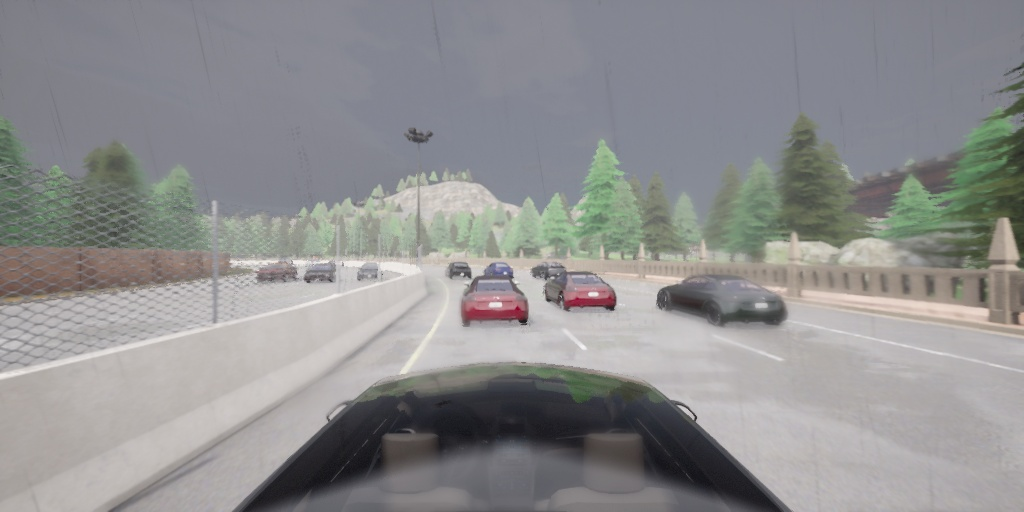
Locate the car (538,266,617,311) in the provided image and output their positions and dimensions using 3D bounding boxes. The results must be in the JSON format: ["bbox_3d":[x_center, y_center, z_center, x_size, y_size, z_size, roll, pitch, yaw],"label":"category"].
[{"bbox_3d":[2.564,1.293,14.380,1.994,1.385,4.181,0,0,-7],"label":"car"}]

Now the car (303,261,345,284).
[{"bbox_3d":[-14.855,1.334,28.343,2.033,1.411,5.357,0,0,-18],"label":"car"}]

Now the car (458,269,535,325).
[{"bbox_3d":[-0.640,1.308,11.833,1.994,1.385,4.181,0,0,-6],"label":"car"}]

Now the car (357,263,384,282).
[{"bbox_3d":[-11.820,1.299,30.146,1.812,1.442,4.674,0,0,-18],"label":"car"}]

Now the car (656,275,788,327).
[{"bbox_3d":[6.408,1.280,11.479,1.994,1.385,4.181,0,0,-5],"label":"car"}]

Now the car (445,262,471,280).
[{"bbox_3d":[-4.766,1.249,31.602,1.837,1.490,4.892,0,0,-17],"label":"car"}]

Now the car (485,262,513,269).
[{"bbox_3d":[-1.203,1.255,31.834,1.812,1.442,4.674,0,0,-17],"label":"car"}]

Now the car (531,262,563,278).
[{"bbox_3d":[2.996,1.206,29.985,2.128,1.511,4.902,0,0,-15],"label":"car"}]

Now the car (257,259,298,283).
[{"bbox_3d":[-18.783,1.280,28.922,1.882,1.535,5.008,0,0,-19],"label":"car"}]
